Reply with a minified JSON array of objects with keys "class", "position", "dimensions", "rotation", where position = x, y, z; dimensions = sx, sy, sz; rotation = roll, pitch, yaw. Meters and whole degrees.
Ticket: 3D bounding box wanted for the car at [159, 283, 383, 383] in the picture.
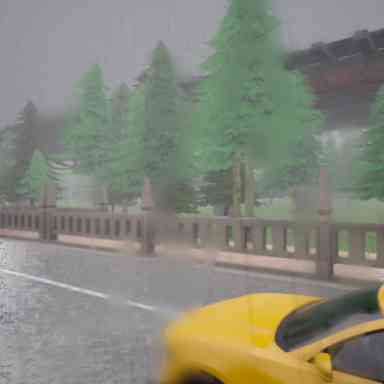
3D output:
[{"class":"car","position":[1.972,1.475,2.570],"dimensions":[5.008,1.535,1.882],"rotation":[-1,0,36]}]
